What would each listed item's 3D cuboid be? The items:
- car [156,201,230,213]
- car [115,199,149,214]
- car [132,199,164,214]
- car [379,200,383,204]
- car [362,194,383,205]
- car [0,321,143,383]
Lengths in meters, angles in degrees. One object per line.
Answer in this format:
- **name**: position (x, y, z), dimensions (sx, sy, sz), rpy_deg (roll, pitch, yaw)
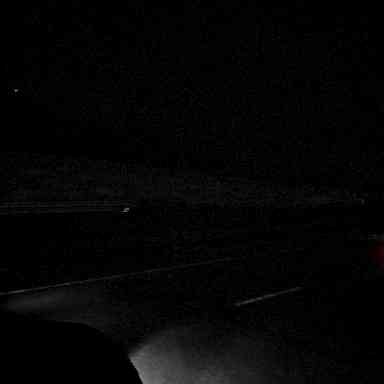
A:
- **car**: position (0.445, 1.528, 21.529), dimensions (4.892, 1.490, 1.837), rpy_deg (0, 0, -36)
- **car**: position (-3.936, 1.374, 27.003), dimensions (4.553, 1.767, 2.097), rpy_deg (0, 0, -36)
- **car**: position (-1.493, 1.514, 24.448), dimensions (4.902, 1.511, 2.128), rpy_deg (0, 0, -36)
- **car**: position (11.443, 1.388, 16.281), dimensions (4.553, 1.767, 2.097), rpy_deg (0, 0, -36)
- **car**: position (28.266, 1.295, 50.894), dimensions (5.566, 2.045, 2.150), rpy_deg (0, 0, -36)
- **car**: position (-2.331, 1.562, 2.084), dimensions (4.181, 1.385, 1.994), rpy_deg (0, 0, -36)
